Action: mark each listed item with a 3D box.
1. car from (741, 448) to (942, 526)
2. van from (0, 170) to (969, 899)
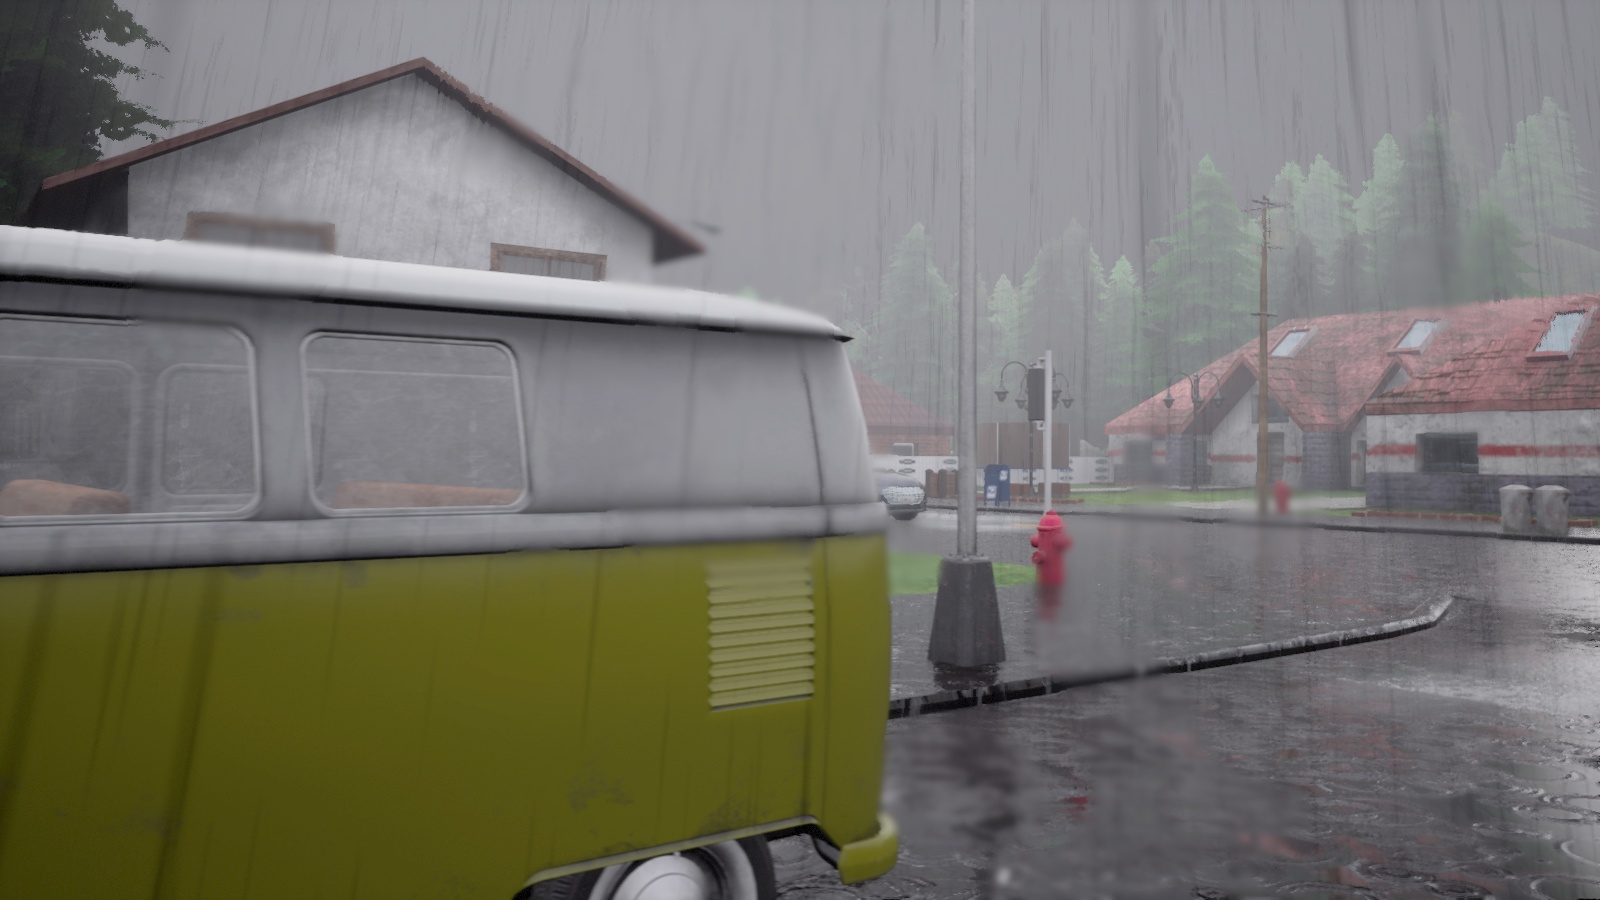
[{"bbox_3d":[0.845,0.784,28.886,2.033,1.649,4.856,0,0,-37],"label":"car"},{"bbox_3d":[-1.835,0.509,2.961,4.442,1.987,1.775,0,0,-36],"label":"van"}]
